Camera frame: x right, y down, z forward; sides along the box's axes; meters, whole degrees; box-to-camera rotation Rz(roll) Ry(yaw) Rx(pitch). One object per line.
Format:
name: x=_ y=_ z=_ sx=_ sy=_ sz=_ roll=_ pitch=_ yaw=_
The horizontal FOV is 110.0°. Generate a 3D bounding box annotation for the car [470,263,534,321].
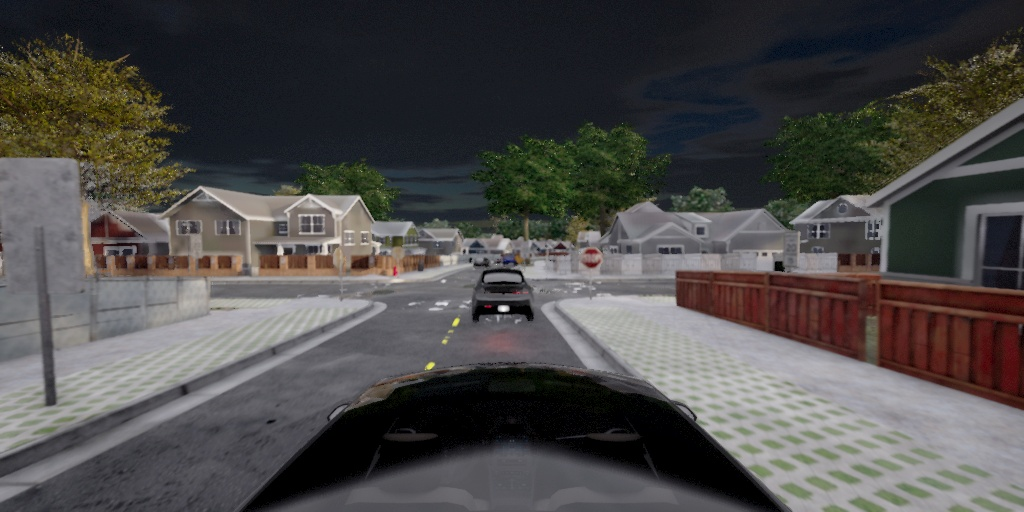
car: x=-0.343 y=1.162 z=12.109 sx=1.837 sy=1.490 sz=4.892 roll=0 pitch=0 yaw=-3

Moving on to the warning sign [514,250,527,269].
warning sign: x=0.840 y=0.565 z=41.453 sx=1.300 sy=1.860 sz=1.060 roll=0 pitch=0 yaw=1

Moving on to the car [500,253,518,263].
car: x=-0.158 y=0.547 z=61.688 sx=2.150 sy=2.045 sz=5.566 roll=0 pitch=1 yaw=8

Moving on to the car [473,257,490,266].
car: x=-4.119 y=0.875 z=49.361 sx=1.882 sy=1.535 sz=5.008 roll=0 pitch=0 yaw=4
